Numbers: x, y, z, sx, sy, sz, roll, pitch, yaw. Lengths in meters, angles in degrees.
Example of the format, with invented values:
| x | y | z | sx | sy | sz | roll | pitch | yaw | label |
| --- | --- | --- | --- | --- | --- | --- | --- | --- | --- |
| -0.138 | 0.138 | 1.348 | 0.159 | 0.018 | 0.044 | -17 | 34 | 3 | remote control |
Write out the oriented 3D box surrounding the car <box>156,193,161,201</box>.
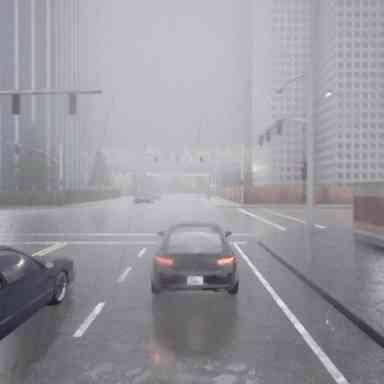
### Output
| x | y | z | sx | sy | sz | roll | pitch | yaw | label |
| --- | --- | --- | --- | --- | --- | --- | --- | --- | --- |
| -7.058 | 0.931 | 65.188 | 2.033 | 1.411 | 5.357 | 0 | 1 | 0 | car |

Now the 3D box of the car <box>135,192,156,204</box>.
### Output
| x | y | z | sx | sy | sz | roll | pitch | yaw | label |
| --- | --- | --- | --- | --- | --- | --- | --- | --- | --- |
| -7.113 | 0.884 | 49.440 | 2.097 | 1.767 | 4.553 | 0 | 1 | 0 | car |

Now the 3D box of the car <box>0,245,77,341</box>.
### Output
| x | y | z | sx | sy | sz | roll | pitch | yaw | label |
| --- | --- | --- | --- | --- | --- | --- | --- | --- | --- |
| -3.445 | 1.501 | 4.823 | 2.033 | 1.411 | 5.357 | 0 | 1 | 1 | car |

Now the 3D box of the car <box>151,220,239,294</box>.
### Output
| x | y | z | sx | sy | sz | roll | pitch | yaw | label |
| --- | --- | --- | --- | --- | --- | --- | --- | --- | --- |
| 0.071 | 1.445 | 8.418 | 1.812 | 1.442 | 4.674 | 0 | 1 | 0 | car |
